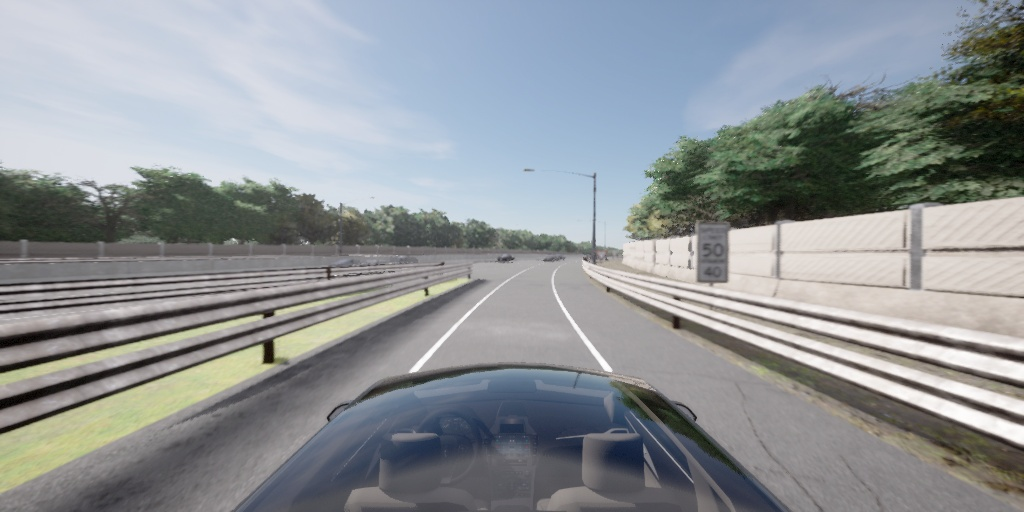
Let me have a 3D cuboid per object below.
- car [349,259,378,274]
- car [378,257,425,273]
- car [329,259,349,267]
[{"bbox_3d":[-12.492,1.031,33.698,1.895,1.301,4.718,1,1,24],"label":"car"},{"bbox_3d":[-9.321,0.822,32.208,2.097,1.767,4.553,1,1,24],"label":"car"},{"bbox_3d":[-15.702,0.956,35.092,1.994,1.385,4.181,1,1,24],"label":"car"}]
